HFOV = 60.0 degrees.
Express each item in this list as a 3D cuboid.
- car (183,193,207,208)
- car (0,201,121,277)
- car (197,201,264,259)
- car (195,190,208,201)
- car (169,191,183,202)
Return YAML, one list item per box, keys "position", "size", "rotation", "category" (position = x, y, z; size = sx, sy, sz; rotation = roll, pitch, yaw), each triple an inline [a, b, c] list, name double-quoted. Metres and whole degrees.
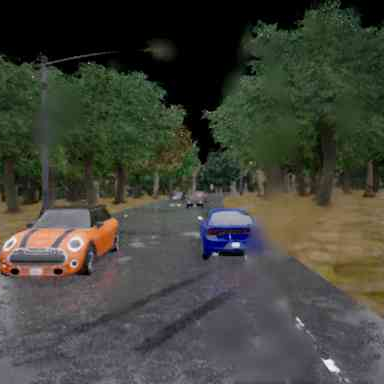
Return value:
- position: [0.407, 1.046, 36.145]
  size: [1.895, 1.301, 4.718]
  rotation: [0, 1, 3]
  category: "car"
- position: [-3.581, 1.213, 9.882]
  size: [2.097, 1.767, 4.553]
  rotation: [0, 1, 0]
  category: "car"
- position: [1.244, 1.311, 11.887]
  size: [1.882, 1.535, 5.008]
  rotation: [0, 1, 0]
  category: "car"
- position: [1.257, 0.551, 49.309]
  size: [2.097, 1.767, 4.553]
  rotation: [0, 1, 6]
  category: "car"
- position: [-2.203, 0.678, 50.229]
  size: [2.128, 1.511, 4.902]
  rotation: [0, 1, 6]
  category: "car"
